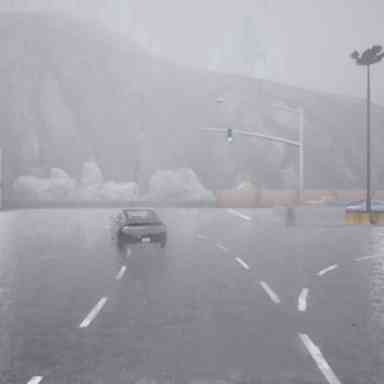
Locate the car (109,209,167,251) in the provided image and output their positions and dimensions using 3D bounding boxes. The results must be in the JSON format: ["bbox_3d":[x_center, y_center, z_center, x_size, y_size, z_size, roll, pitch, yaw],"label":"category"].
[{"bbox_3d":[-2.377,1.464,14.040,2.128,1.511,4.902,0,0,-18],"label":"car"}]

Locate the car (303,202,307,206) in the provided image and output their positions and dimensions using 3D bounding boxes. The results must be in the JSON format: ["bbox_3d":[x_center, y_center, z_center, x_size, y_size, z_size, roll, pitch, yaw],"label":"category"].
[{"bbox_3d":[15.765,1.355,39.417,5.008,1.535,1.882,0,0,-2],"label":"car"}]

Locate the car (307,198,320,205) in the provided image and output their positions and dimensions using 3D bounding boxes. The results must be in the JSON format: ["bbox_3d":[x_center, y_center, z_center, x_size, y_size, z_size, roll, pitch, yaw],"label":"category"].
[{"bbox_3d":[15.332,1.412,35.900,4.674,1.442,1.812,0,0,-2],"label":"car"}]

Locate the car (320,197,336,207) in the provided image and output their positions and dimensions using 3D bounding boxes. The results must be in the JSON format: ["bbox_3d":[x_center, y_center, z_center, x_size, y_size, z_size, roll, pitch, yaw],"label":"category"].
[{"bbox_3d":[15.595,1.386,32.413,4.902,1.511,2.128,0,0,-2],"label":"car"}]

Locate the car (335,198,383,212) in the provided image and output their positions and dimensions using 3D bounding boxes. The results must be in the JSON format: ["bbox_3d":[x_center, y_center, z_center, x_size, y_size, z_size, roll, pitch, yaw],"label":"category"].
[{"bbox_3d":[15.386,1.430,28.904,4.674,1.442,1.812,-1,0,-2],"label":"car"}]
